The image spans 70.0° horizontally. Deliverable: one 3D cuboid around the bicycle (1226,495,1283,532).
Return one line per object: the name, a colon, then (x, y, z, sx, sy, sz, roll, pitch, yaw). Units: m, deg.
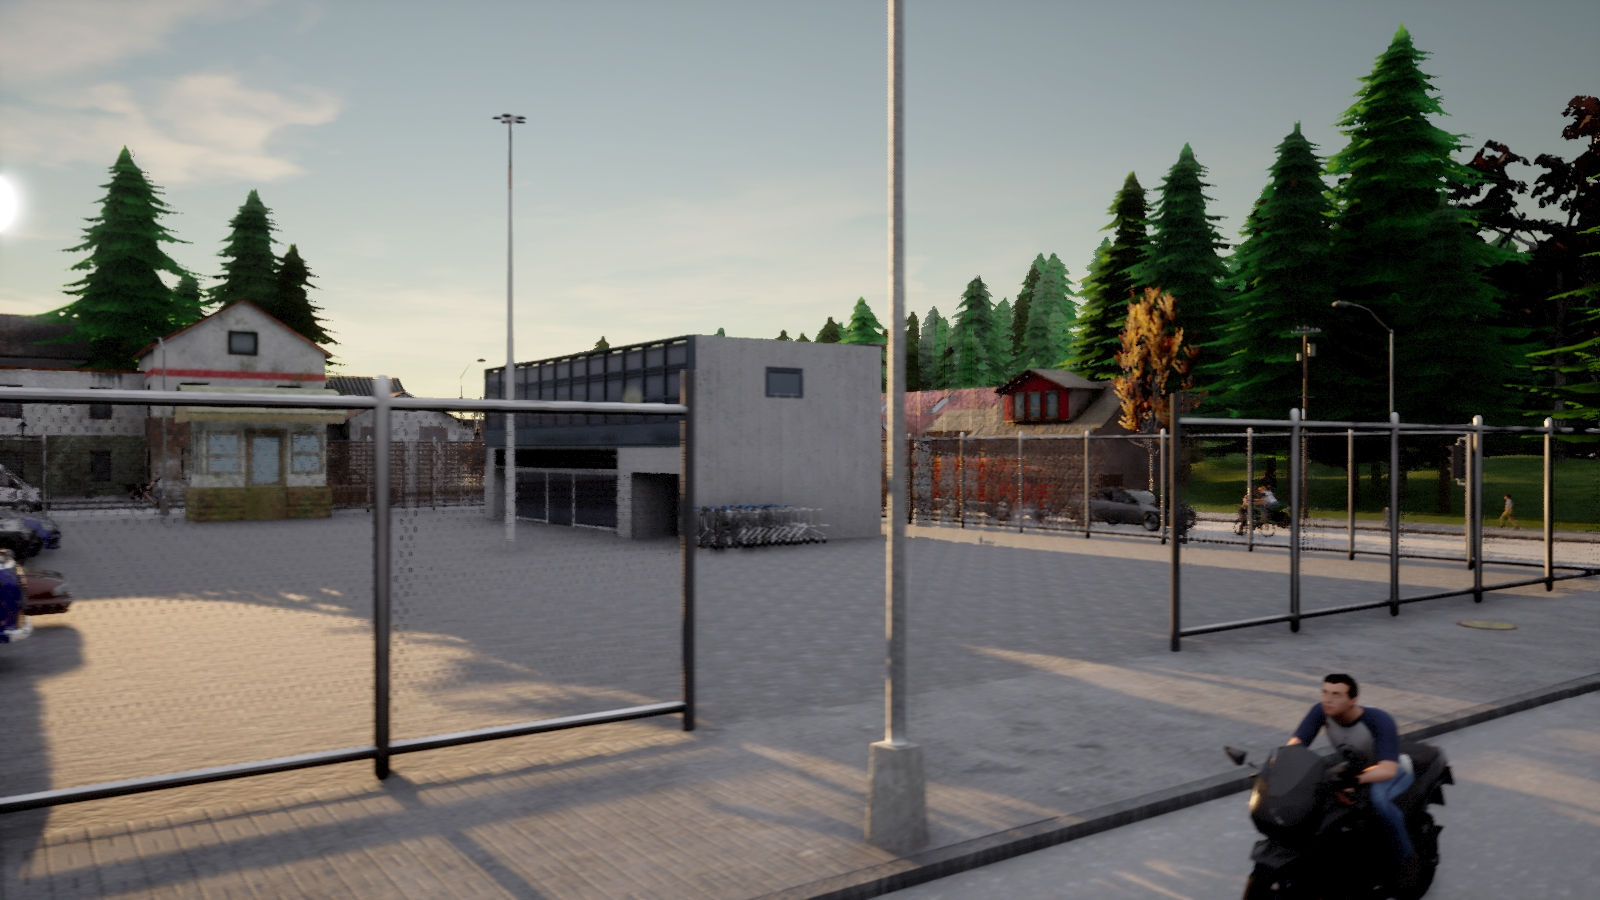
bicycle: (14.652, 2.036, 36.832, 0.859, 1.080, 1.487, 0, 0, -35)

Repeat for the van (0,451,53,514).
van: (-33.700, 1.315, 46.099, 5.915, 2.561, 1.988, 0, 0, -35)

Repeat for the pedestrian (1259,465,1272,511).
pedestrian: (18.778, 1.524, 46.081, 0.375, 1.860, 0.375, 0, 0, -1)

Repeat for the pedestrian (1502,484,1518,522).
pedestrian: (24.214, 1.805, 38.962, 0.375, 1.300, 0.375, 0, 0, -37)

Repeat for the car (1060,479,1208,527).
car: (11.850, 1.843, 40.834, 2.163, 1.488, 4.792, 0, 0, -35)

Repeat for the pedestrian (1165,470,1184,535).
pedestrian: (10.827, 1.516, 33.070, 0.375, 1.860, 0.375, 0, 0, -35)

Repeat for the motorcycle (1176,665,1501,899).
motorcycle: (3.160, 1.993, 6.632, 2.033, 1.145, 0.803, 0, 0, -35)

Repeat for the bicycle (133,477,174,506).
bicycle: (-30.242, 1.936, 53.434, 1.643, 1.296, 0.373, 0, 0, -35)
